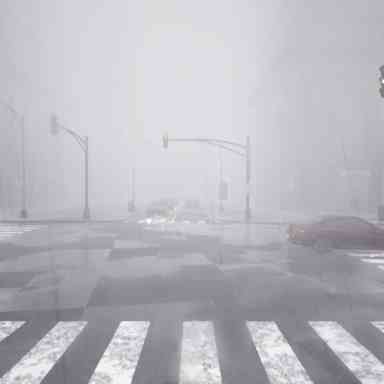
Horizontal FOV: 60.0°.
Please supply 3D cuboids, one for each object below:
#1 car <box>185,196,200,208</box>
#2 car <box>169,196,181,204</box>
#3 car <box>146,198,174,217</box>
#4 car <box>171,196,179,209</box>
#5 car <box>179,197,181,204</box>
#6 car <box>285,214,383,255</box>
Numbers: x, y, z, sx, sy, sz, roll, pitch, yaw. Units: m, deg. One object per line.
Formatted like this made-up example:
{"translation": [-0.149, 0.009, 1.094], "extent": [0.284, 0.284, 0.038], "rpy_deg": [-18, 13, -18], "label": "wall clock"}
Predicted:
{"translation": [0.068, 1.552, 47.211], "extent": [1.994, 1.385, 4.181], "rpy_deg": [0, 0, 0], "label": "car"}
{"translation": [-3.064, 1.464, 61.917], "extent": [1.882, 1.535, 5.008], "rpy_deg": [0, 0, 1], "label": "car"}
{"translation": [-3.121, 1.539, 31.269], "extent": [2.033, 1.411, 5.357], "rpy_deg": [0, 0, 0], "label": "car"}
{"translation": [-3.125, 1.537, 41.342], "extent": [2.033, 1.411, 5.357], "rpy_deg": [0, 0, 0], "label": "car"}
{"translation": [-3.112, 1.552, 51.425], "extent": [1.994, 1.385, 4.181], "rpy_deg": [0, 0, 1], "label": "car"}
{"translation": [5.991, 1.591, 12.851], "extent": [4.674, 1.442, 1.812], "rpy_deg": [1, 0, 0], "label": "car"}
